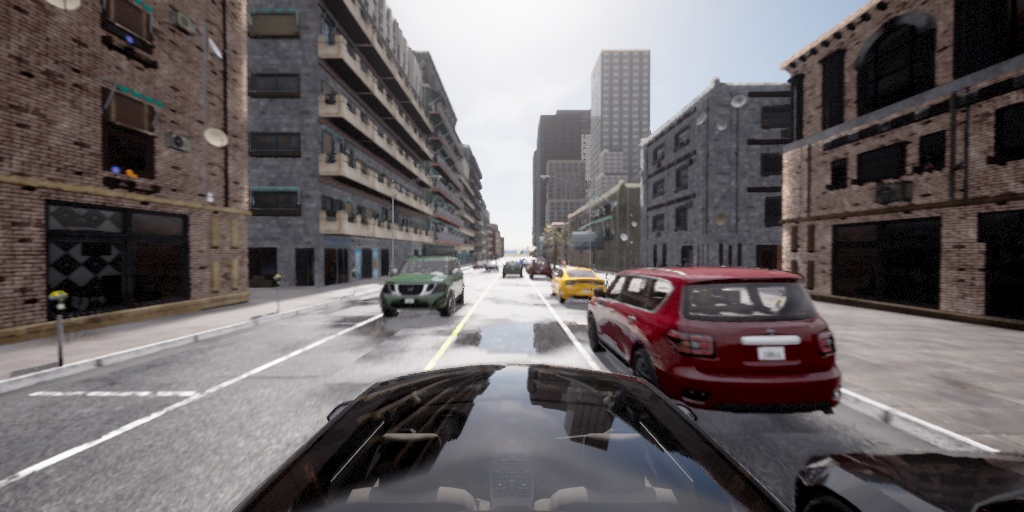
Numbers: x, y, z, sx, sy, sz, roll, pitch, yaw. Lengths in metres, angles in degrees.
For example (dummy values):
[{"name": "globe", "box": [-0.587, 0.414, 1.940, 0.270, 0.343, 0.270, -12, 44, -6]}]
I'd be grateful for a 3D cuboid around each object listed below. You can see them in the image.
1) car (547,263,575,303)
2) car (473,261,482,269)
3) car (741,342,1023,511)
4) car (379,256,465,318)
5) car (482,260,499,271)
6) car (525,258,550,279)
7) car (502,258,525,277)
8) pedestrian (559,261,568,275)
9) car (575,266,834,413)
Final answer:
[{"name": "car", "box": [3.004, 1.288, 17.097, 1.882, 1.535, 5.008, 0, 0, 0]}, {"name": "car", "box": [-5.678, 1.553, 61.784, 1.802, 1.307, 4.207, 0, 0, 0]}, {"name": "car", "box": [2.657, 1.311, 0.450, 1.948, 1.339, 4.313, 0, 0, 0]}, {"name": "car", "box": [-3.097, 1.019, 13.599, 2.150, 2.045, 5.566, 0, 0, 0]}, {"name": "car", "box": [-3.049, 1.510, 54.545, 1.994, 1.385, 4.181, 0, 0, 0]}, {"name": "car", "box": [2.664, 1.188, 33.929, 2.192, 1.841, 5.009, 0, 0, 0]}, {"name": "car", "box": [0.075, 1.238, 37.312, 2.097, 1.767, 4.553, 0, 0, 1]}, {"name": "pedestrian", "box": [2.931, 1.116, 20.086, 0.375, 1.860, 0.375, -1, 1, 0]}, {"name": "car", "box": [2.658, 1.082, 6.030, 2.192, 1.841, 5.009, 0, 0, 0]}]
